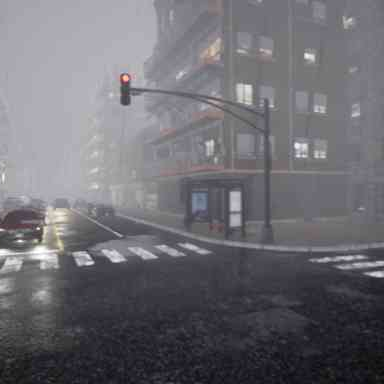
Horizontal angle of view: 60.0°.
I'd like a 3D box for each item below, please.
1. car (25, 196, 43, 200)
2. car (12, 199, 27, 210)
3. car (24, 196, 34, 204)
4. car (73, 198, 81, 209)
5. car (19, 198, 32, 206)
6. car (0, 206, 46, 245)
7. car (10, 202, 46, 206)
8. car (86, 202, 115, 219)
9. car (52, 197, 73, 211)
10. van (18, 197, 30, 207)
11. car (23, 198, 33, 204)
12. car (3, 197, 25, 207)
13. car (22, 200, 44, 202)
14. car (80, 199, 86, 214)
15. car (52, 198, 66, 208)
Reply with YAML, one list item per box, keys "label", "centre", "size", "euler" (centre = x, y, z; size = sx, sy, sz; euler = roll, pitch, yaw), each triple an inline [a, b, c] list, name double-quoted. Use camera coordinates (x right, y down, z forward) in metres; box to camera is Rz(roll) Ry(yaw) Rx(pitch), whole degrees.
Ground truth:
- label: "car"
  centre: [-20.141, 1.641, 43.252]
  size: [2.097, 1.767, 4.553]
  euler: [-1, 0, -23]
- label: "car"
  centre: [-27.072, 1.910, 52.324]
  size: [1.752, 1.417, 4.829]
  euler: [-1, 0, -24]
- label: "car"
  centre: [-40.837, 1.897, 83.416]
  size: [2.192, 1.841, 5.009]
  euler: [-1, 0, -24]
- label: "car"
  centre: [-17.195, 1.698, 50.710]
  size: [1.967, 1.590, 4.097]
  euler: [-1, 0, -24]
- label: "car"
  centre: [-33.986, 2.035, 67.948]
  size: [2.008, 1.369, 4.403]
  euler: [-1, 0, -24]
- label: "car"
  centre: [-8.409, 1.642, 16.566]
  size: [1.812, 1.442, 4.674]
  euler: [-1, 0, -24]
- label: "car"
  centre: [-12.042, 1.734, 24.803]
  size: [1.994, 1.385, 4.181]
  euler: [-1, 0, -23]
- label: "car"
  centre: [-8.065, 1.675, 30.086]
  size: [2.008, 1.369, 4.403]
  euler: [-1, 0, -24]
- label: "car"
  centre: [-18.312, 1.621, 46.637]
  size: [2.097, 1.767, 4.553]
  euler: [-1, 0, -24]
- label: "van"
  centre: [-31.708, 1.793, 62.792]
  size: [1.690, 1.788, 3.998]
  euler: [-1, 0, -24]
- label: "car"
  centre: [-38.482, 2.074, 78.105]
  size: [1.752, 1.417, 4.829]
  euler: [-1, 0, -24]
- label: "car"
  centre: [-22.580, 1.634, 42.166]
  size: [2.192, 1.841, 5.009]
  euler: [-1, 0, -24]
- label: "car"
  centre: [-16.059, 1.830, 33.918]
  size: [1.895, 1.301, 4.718]
  euler: [-1, 0, -24]
- label: "car"
  centre: [-10.346, 1.702, 35.241]
  size: [1.887, 1.381, 4.507]
  euler: [-1, 0, -24]
- label: "car"
  centre: [-22.282, 1.804, 55.571]
  size: [1.882, 1.535, 5.008]
  euler: [-1, 0, -24]
